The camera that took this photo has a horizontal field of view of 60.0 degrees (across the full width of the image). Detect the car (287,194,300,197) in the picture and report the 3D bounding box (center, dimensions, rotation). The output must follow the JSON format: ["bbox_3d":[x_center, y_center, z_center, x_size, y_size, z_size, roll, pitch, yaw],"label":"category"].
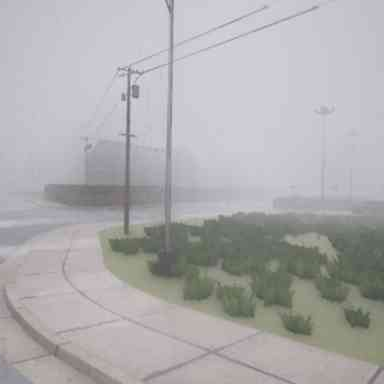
[{"bbox_3d":[17.453,1.071,56.459,2.128,1.511,4.902,2,1,35],"label":"car"}]

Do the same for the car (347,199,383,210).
[{"bbox_3d":[16.371,1.431,29.536,4.892,1.490,1.837,1,3,-2],"label":"car"}]
